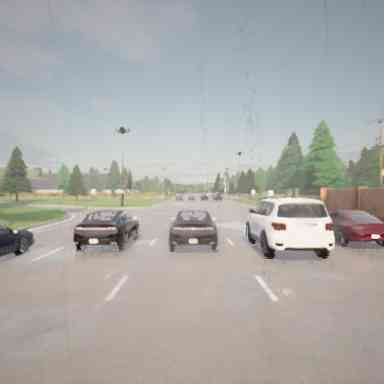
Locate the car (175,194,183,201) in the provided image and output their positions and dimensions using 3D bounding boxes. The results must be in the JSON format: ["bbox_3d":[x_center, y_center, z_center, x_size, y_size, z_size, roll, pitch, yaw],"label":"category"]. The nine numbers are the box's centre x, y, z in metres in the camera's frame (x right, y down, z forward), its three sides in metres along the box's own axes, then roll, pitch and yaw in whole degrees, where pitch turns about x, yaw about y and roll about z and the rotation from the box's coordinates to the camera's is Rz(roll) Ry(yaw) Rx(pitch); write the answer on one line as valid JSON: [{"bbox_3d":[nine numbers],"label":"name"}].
[{"bbox_3d":[-3.553,1.638,88.355,2.033,1.411,5.357,0,0,0],"label":"car"}]

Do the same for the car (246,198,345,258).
[{"bbox_3d":[3.556,1.240,12.985,2.150,2.045,5.566,0,0,0],"label":"car"}]

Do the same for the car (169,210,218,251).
[{"bbox_3d":[0.061,1.510,14.098,2.128,1.511,4.902,0,0,0],"label":"car"}]

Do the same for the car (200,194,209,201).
[{"bbox_3d":[3.446,1.603,89.171,1.837,1.490,4.892,0,0,0],"label":"car"}]

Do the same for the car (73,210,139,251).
[{"bbox_3d":[-3.439,1.510,14.088,2.128,1.511,4.902,0,0,0],"label":"car"}]

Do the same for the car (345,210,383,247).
[{"bbox_3d":[7.067,1.545,15.070,1.812,1.442,4.674,0,0,0],"label":"car"}]

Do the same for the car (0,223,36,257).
[{"bbox_3d":[-6.962,1.561,10.347,2.033,1.411,5.357,0,0,1],"label":"car"}]

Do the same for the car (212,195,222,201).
[{"bbox_3d":[6.947,1.610,88.307,1.837,1.490,4.892,0,0,0],"label":"car"}]

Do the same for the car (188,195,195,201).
[{"bbox_3d":[-0.054,1.651,88.705,2.033,1.411,5.357,0,0,0],"label":"car"}]
